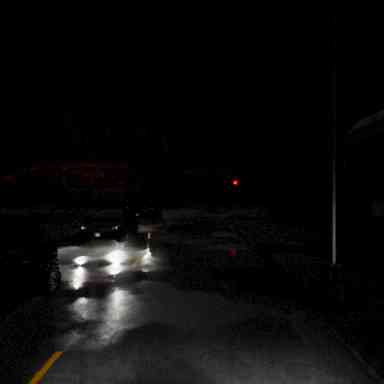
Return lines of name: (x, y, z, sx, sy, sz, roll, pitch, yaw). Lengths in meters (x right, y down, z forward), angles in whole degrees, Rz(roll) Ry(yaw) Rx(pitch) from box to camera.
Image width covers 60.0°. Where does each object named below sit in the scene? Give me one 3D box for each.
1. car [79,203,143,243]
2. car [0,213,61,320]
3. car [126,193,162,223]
car: (-3.762, 1.444, 15.727, 1.812, 1.442, 4.674, 0, 0, 1)
car: (-4.005, 1.321, 5.486, 2.097, 1.767, 4.553, 0, 0, 1)
car: (-3.494, 1.090, 24.591, 2.150, 2.045, 5.566, 0, 0, 1)
